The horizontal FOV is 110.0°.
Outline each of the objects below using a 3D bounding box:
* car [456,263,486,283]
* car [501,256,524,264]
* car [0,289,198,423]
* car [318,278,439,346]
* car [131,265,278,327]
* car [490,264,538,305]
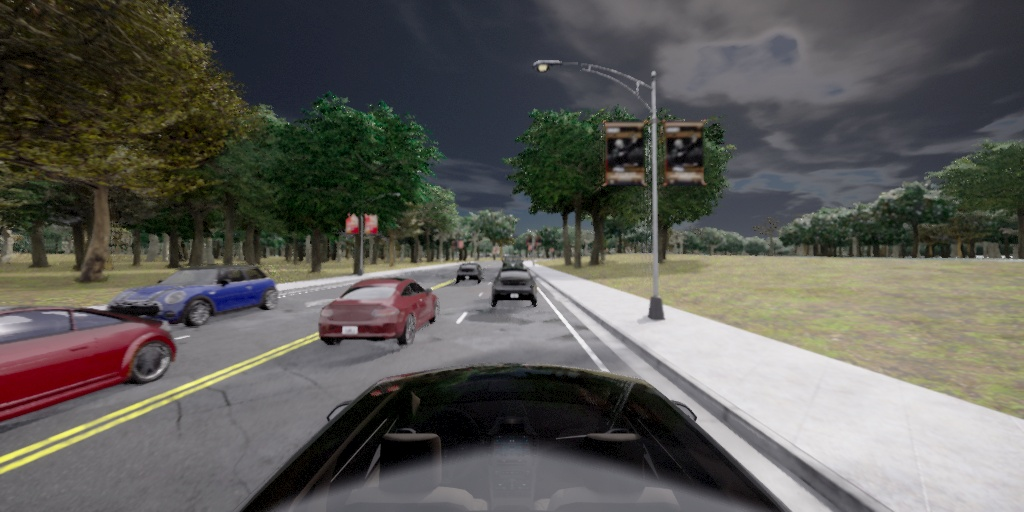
[{"bbox_3d":[-3.161,1.277,27.691,1.837,1.490,4.892,0,0,0],"label":"car"},{"bbox_3d":[0.085,1.001,37.356,2.150,2.045,5.566,0,0,0],"label":"car"},{"bbox_3d":[-6.592,1.316,4.239,1.994,1.385,4.181,0,0,0],"label":"car"},{"bbox_3d":[-3.167,1.282,9.293,1.812,1.442,4.674,0,0,0],"label":"car"},{"bbox_3d":[-9.820,1.110,11.516,2.097,1.767,4.553,0,0,0],"label":"car"},{"bbox_3d":[0.094,1.268,16.004,1.837,1.490,4.892,0,0,0],"label":"car"}]
